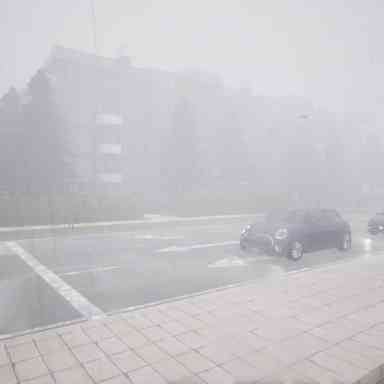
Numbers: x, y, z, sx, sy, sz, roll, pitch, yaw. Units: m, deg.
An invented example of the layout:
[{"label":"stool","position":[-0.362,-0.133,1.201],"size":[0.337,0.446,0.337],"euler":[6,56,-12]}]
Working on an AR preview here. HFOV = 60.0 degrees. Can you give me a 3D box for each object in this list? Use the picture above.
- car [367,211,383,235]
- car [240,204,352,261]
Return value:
[{"label":"car","position":[11.233,1.505,17.711],"size":[4.892,1.490,1.837],"euler":[0,0,-36]},{"label":"car","position":[3.920,1.352,12.406],"size":[4.553,1.767,2.097],"euler":[0,0,-36]}]
